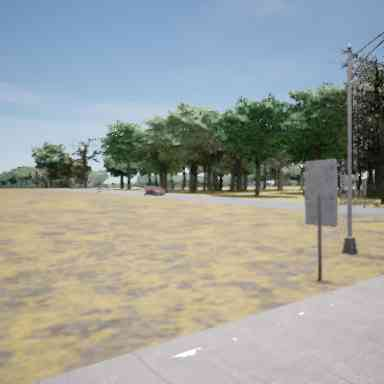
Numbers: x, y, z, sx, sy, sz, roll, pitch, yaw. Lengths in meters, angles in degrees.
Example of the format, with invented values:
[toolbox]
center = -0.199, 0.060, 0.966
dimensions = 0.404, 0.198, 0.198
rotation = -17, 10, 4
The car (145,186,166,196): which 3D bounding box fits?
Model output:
[car]
center = -6.415, -0.214, 58.119
dimensions = 2.097, 1.767, 4.553
rotation = -1, 2, -36
